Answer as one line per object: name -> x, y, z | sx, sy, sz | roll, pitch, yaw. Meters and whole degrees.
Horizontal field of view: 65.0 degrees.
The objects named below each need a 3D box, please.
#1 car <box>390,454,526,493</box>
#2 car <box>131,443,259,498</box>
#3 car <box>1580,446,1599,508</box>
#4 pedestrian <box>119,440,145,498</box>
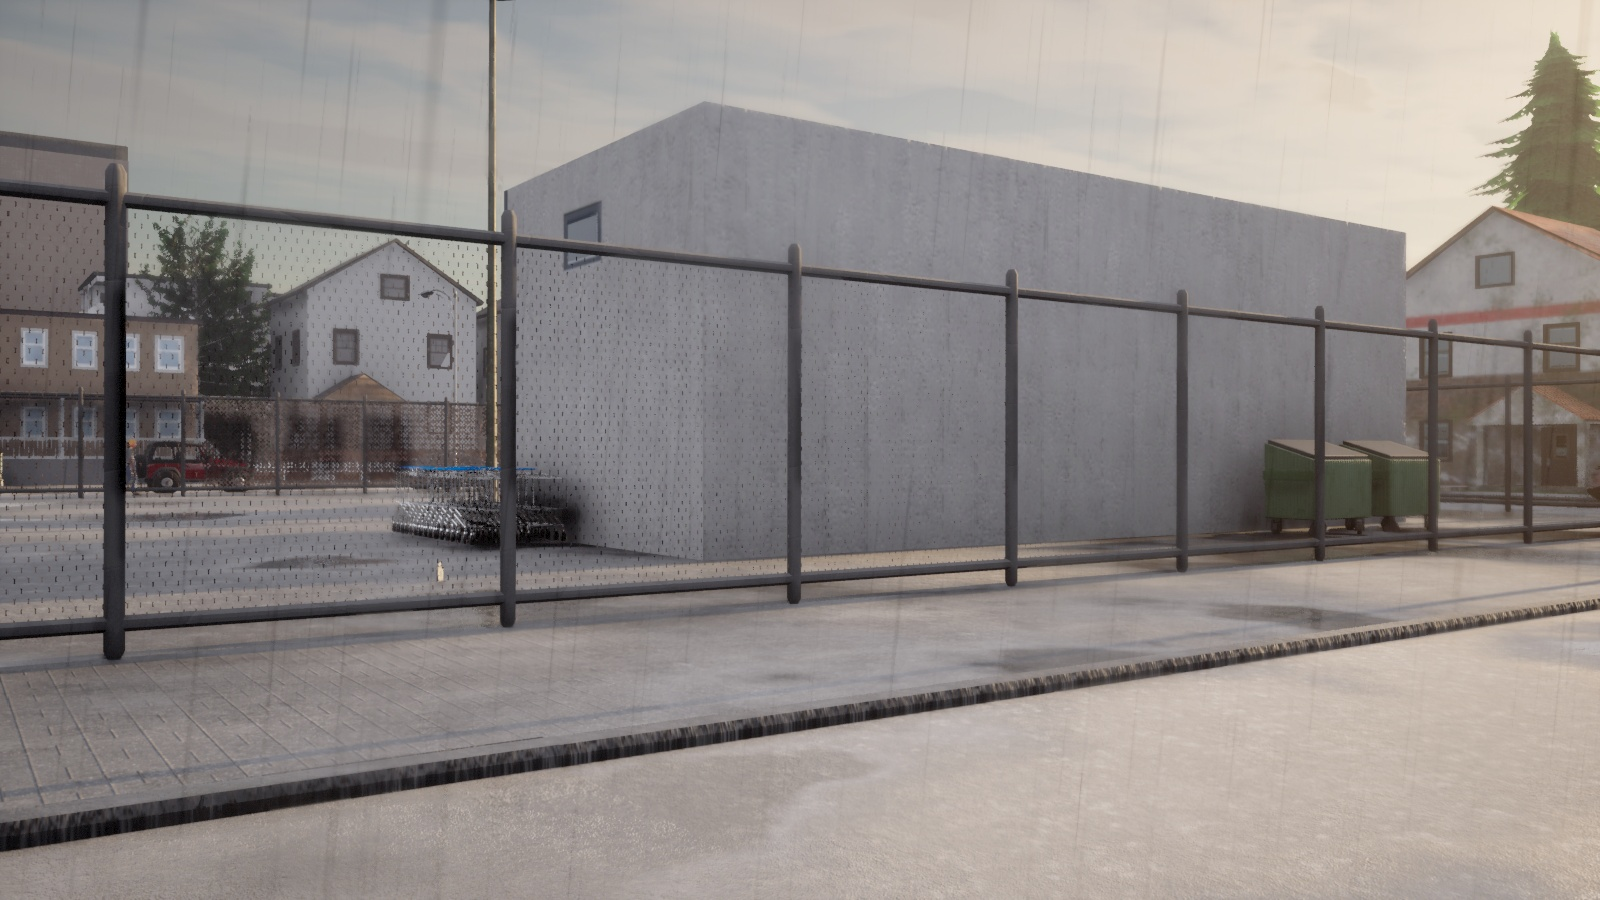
car -> -13.605, 0.901, 50.073 | 4.892, 1.490, 1.837 | 0, 0, -33
car -> -21.459, 0.695, 44.568 | 3.866, 1.878, 1.905 | 0, 0, -34
car -> 23.177, 0.705, 32.323 | 2.033, 1.649, 4.856 | 0, 0, -35
pedestrian -> -21.026, 0.596, 39.518 | 0.706, 1.836, 0.354 | 0, 0, -28
